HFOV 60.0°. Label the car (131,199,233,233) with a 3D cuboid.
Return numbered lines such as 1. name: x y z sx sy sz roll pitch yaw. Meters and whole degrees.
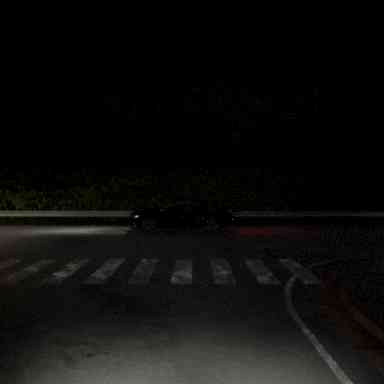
1. car: -0.469 1.113 16.087 4.902 1.511 2.128 0 1 0
